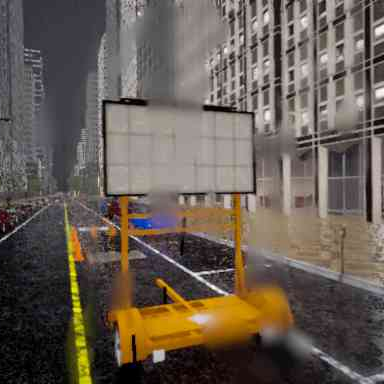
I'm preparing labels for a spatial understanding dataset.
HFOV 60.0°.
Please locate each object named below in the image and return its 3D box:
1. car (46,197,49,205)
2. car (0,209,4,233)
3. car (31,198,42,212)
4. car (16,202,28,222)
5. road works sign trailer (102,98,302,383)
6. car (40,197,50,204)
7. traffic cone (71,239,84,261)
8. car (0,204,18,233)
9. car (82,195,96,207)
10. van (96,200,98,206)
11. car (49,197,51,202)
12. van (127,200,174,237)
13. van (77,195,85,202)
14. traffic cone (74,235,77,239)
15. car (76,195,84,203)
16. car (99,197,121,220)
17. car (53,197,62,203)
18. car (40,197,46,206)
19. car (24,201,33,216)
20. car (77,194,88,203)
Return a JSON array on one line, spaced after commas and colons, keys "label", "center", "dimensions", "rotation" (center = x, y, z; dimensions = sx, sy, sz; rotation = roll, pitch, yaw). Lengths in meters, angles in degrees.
[{"label": "car", "center": [-28.512, 1.902, 62.619], "dimensions": [1.802, 1.307, 4.206], "rotation": [-2, 0, -21]}, {"label": "car", "center": [-10.033, 1.696, 14.922], "dimensions": [1.947, 1.339, 4.313], "rotation": [-2, 0, -21]}, {"label": "car", "center": [-20.300, 1.787, 41.420], "dimensions": [2.008, 1.369, 4.403], "rotation": [-2, 0, -21]}, {"label": "car", "center": [-14.141, 1.723, 25.521], "dimensions": [2.008, 1.369, 4.403], "rotation": [-2, 0, -21]}, {"label": "road works sign trailer", "center": [-0.169, 0.446, 5.180], "dimensions": [2.380, 3.560, 2.880], "rotation": [-1, 0, -21]}, {"label": "car", "center": [-34.612, 1.908, 78.360], "dimensions": [1.752, 1.417, 4.829], "rotation": [-2, 0, -21]}, {"label": "traffic cone", "center": [-3.861, 1.986, 11.249], "dimensions": [0.340, 0.580, 0.340], "rotation": [-1, 0, -21]}, {"label": "car", "center": [-12.087, 1.696, 20.221], "dimensions": [1.887, 1.381, 4.507], "rotation": [-2, 0, -21]}, {"label": "car", "center": [-16.593, 1.682, 55.047], "dimensions": [2.008, 1.369, 4.403], "rotation": [-2, 0, -21]}, {"label": "van", "center": [-8.386, 1.388, 33.847], "dimensions": [1.690, 1.788, 3.998], "rotation": [-2, 0, -21]}, {"label": "car", "center": [-30.569, 1.782, 67.918], "dimensions": [1.967, 1.590, 4.097], "rotation": [-2, 0, -21]}, {"label": "van", "center": [-2.226, 1.324, 17.948], "dimensions": [1.690, 1.788, 3.998], "rotation": [-2, 0, -21]}, {"label": "van", "center": [-28.918, 1.597, 86.845], "dimensions": [1.690, 1.788, 3.998], "rotation": [-2, 0, -21]}, {"label": "traffic cone", "center": [-4.583, 1.993, 13.114], "dimensions": [0.340, 0.580, 0.340], "rotation": [-1, 0, -21]}, {"label": "car", "center": [-24.813, 1.530, 76.245], "dimensions": [2.192, 1.841, 5.009], "rotation": [-2, 0, -21]}, {"label": "car", "center": [-6.333, 1.340, 28.547], "dimensions": [2.192, 1.841, 5.009], "rotation": [-2, 0, -21]}, {"label": "car", "center": [-31.675, 1.856, 78.246], "dimensions": [1.812, 1.442, 4.674], "rotation": [-1, 0, -21]}, {"label": "car", "center": [-24.406, 1.829, 52.020], "dimensions": [2.008, 1.369, 4.403], "rotation": [-2, 0, -21]}, {"label": "car", "center": [-16.192, 1.776, 30.821], "dimensions": [1.802, 1.307, 4.206], "rotation": [-2, 0, -21]}, {"label": "car", "center": [-26.866, 1.551, 81.545], "dimensions": [2.192, 1.841, 5.009], "rotation": [-2, 0, -21]}]
